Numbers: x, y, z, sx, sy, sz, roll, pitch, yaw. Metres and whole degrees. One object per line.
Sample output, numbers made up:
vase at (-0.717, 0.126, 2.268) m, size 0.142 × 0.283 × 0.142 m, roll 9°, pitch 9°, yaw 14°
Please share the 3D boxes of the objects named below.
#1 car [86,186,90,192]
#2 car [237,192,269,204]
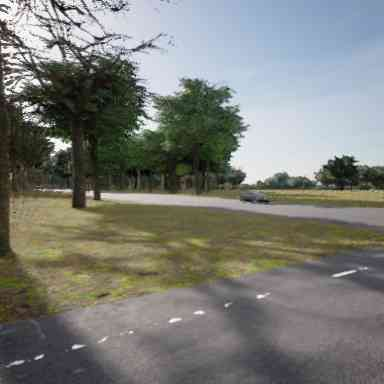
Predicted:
car at (-27.202, -0.814, 83.992) m, size 2.097 × 1.767 × 4.553 m, roll -1°, pitch 2°, yaw -29°
car at (7.638, 0.681, 41.734) m, size 1.994 × 1.385 × 4.181 m, roll -2°, pitch 2°, yaw -35°
